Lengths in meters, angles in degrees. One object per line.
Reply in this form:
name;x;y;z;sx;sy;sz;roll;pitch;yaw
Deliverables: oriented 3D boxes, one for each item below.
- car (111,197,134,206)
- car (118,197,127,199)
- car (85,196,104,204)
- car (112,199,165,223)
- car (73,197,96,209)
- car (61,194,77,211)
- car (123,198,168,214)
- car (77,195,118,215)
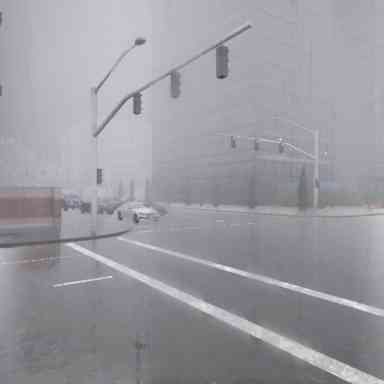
car;-11.338;1.526;54.106;1.812;1.442;4.674;0;0;-36
car;-9.779;1.352;39.563;2.097;1.767;4.553;0;0;-36
car;-19.014;1.492;64.832;2.128;1.511;4.902;0;0;-36
car;-4.294;1.526;25.887;1.812;1.442;4.674;0;0;-36
car;-15.406;1.526;47.447;1.812;1.442;4.674;0;0;-35
car;-15.112;1.221;41.003;2.150;2.045;5.566;0;0;-36
car;-4.402;1.547;32.049;2.033;1.411;5.357;0;0;-36
car;-9.518;1.352;33.187;2.097;1.767;4.553;0;0;-36
